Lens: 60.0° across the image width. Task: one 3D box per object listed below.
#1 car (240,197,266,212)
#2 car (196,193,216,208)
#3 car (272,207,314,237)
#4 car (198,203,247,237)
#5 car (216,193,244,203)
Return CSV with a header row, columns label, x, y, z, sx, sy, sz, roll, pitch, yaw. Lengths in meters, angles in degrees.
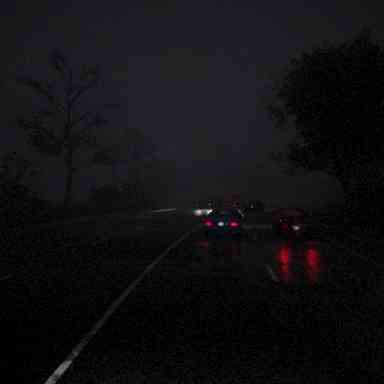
label,x,y,z,sx,sy,sz,roll,pitch,yaw
car,7.279,1.570,38.361,1.994,1.385,4.181,0,0,20
car,2.463,1.198,45.865,2.150,2.045,5.566,0,0,23
car,5.429,1.535,18.267,1.812,1.442,4.674,0,0,10
car,1.790,1.545,18.035,2.033,1.411,5.357,0,0,10
car,5.463,1.214,43.961,2.150,2.045,5.566,0,0,23
